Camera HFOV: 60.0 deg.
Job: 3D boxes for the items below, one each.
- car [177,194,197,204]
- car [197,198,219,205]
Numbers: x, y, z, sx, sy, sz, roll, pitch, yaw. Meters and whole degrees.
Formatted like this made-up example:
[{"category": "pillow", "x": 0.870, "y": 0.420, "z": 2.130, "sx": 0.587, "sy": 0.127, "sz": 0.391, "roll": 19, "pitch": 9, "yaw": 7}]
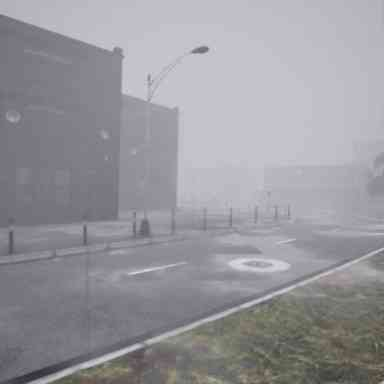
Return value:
[{"category": "car", "x": -0.361, "y": 1.726, "z": 74.073, "sx": 2.185, "sy": 1.767, "sz": 4.553, "roll": 1, "pitch": -1, "yaw": 38}, {"category": "car", "x": 3.873, "y": 1.974, "z": 70.670, "sx": 2.163, "sy": 1.488, "sz": 4.792, "roll": 1, "pitch": -1, "yaw": 38}]
